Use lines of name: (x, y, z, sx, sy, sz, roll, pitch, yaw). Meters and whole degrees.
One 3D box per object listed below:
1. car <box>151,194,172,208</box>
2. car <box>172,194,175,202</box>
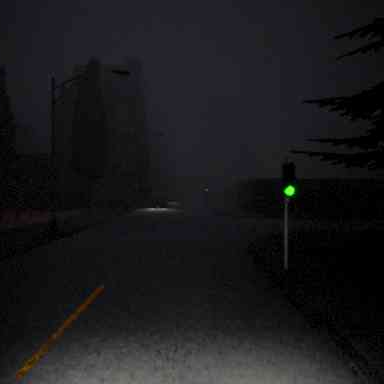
car: (-4.076, 1.265, 42.727, 2.033, 1.411, 5.357, 0, 0, 0)
car: (-4.022, 1.126, 60.556, 1.812, 1.442, 4.674, 0, 0, 0)
